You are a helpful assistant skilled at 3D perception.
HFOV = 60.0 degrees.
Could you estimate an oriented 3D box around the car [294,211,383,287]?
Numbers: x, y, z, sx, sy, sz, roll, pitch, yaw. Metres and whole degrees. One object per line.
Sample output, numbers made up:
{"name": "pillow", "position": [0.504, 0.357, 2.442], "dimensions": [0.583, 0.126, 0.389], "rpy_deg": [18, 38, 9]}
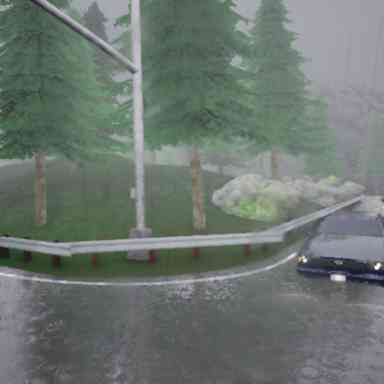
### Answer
{"name": "car", "position": [4.298, 1.239, 8.849], "dimensions": [2.033, 1.411, 5.357], "rpy_deg": [0, 2, 32]}

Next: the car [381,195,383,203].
{"name": "car", "position": [19.751, 0.340, 31.276], "dimensions": [5.357, 1.411, 2.033], "rpy_deg": [-2, 2, -39]}
